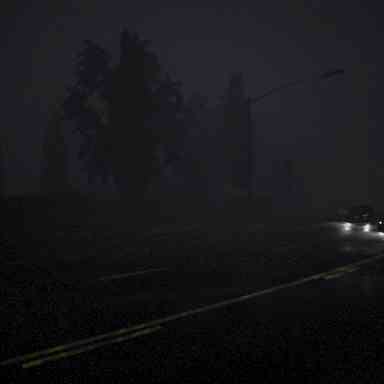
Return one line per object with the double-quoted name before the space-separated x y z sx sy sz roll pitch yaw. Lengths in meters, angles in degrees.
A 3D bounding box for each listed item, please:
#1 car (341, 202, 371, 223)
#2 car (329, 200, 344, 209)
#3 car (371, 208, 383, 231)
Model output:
"car" 14.705 1.856 29.016 1.837 1.490 4.892 0 -1 34
"car" 26.933 2.258 60.837 2.097 1.767 4.553 -1 -1 -4
"car" 13.752 1.799 21.977 2.033 1.411 5.357 0 -1 40
